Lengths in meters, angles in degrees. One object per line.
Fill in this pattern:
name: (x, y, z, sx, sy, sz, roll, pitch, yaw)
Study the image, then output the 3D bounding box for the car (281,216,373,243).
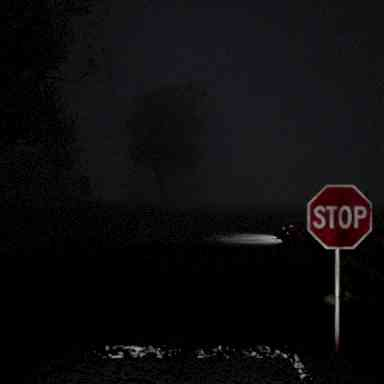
car: (6.566, 1.677, 16.461, 4.181, 1.385, 1.994, 1, 0, 2)
